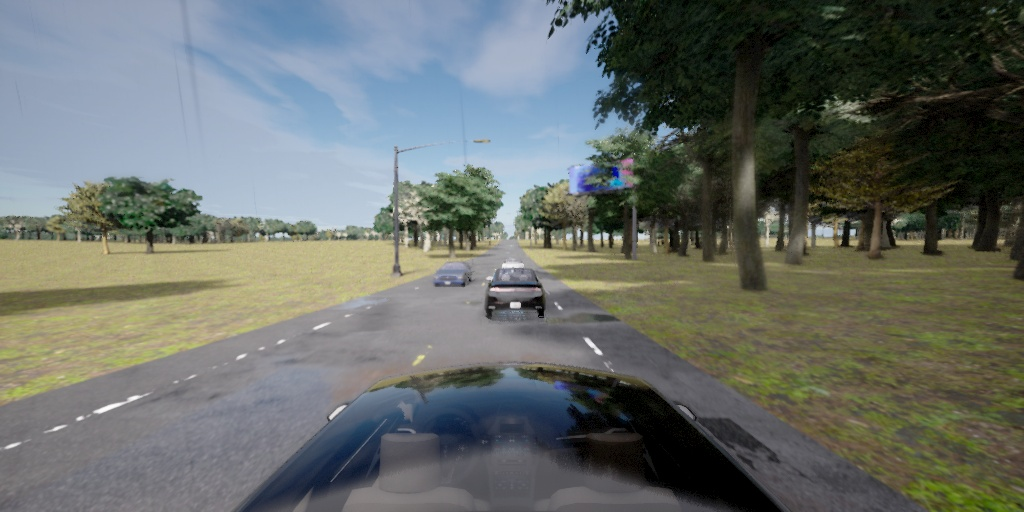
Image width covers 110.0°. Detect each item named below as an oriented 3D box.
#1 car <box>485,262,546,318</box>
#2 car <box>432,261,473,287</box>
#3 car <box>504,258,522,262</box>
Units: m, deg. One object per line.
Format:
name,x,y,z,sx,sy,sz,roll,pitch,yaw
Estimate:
car,0.098,1.143,12.528,2.128,1.511,4.902,0,1,0
car,-3.502,1.038,22.219,2.033,1.411,5.357,0,1,0
car,0.097,0.864,31.724,1.895,1.301,4.718,0,2,0
